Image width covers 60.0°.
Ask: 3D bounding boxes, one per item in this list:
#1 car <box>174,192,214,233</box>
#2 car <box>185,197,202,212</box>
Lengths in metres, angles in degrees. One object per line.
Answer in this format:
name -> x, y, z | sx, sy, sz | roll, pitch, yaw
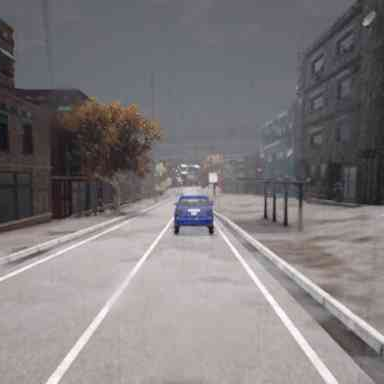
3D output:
car -> 0.102, 1.193, 19.782 | 2.150, 2.045, 5.566 | 0, 0, 0
car -> 0.135, 1.375, 38.281 | 1.812, 1.442, 4.674 | 0, 1, 0
